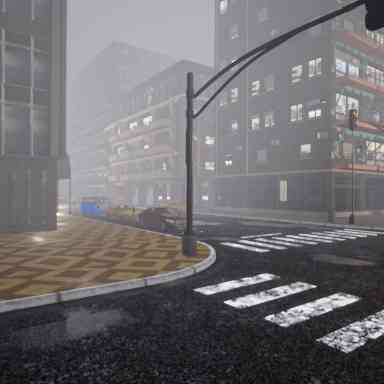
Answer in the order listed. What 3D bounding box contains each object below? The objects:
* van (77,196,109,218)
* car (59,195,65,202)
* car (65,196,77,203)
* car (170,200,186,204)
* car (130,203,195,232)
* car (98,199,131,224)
[{"bbox_3d":[-8.359,1.268,28.980,1.690,1.788,3.998,0,0,-36],"label":"van"},{"bbox_3d":[-27.969,1.366,70.676,1.967,1.590,4.097,0,0,-36],"label":"car"},{"bbox_3d":[-21.464,1.453,61.611,1.752,1.417,4.829,0,0,-36],"label":"car"},{"bbox_3d":[-1.651,1.493,34.003,1.752,1.417,4.829,0,0,-36],"label":"car"},{"bbox_3d":[-1.756,1.528,19.776,1.802,1.307,4.206,0,0,-36],"label":"car"},{"bbox_3d":[-4.958,1.461,24.239,1.752,1.417,4.829,0,0,-36],"label":"car"}]
